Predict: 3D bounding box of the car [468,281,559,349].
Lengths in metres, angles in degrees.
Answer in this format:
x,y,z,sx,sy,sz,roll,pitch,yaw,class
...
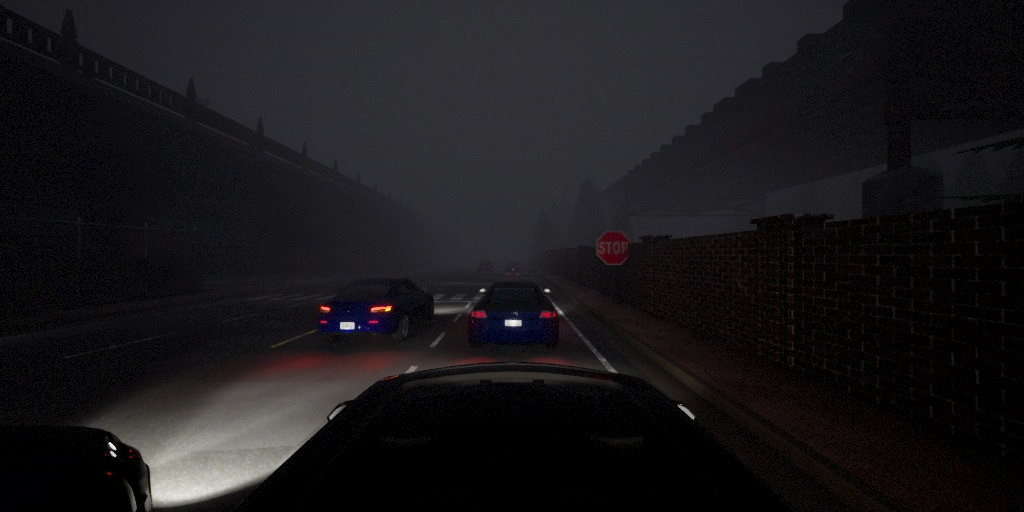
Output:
x,y,z,sx,sy,sz,roll,pitch,yaw,class
0.069,1.314,9.197,1.994,1.385,4.181,0,0,1,car

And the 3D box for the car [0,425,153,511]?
x,y,z,sx,sy,sz,roll,pitch,yaw,class
-3.398,1.314,0.623,1.994,1.385,4.181,0,0,0,car

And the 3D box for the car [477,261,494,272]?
x,y,z,sx,sy,sz,roll,pitch,yaw,class
-3.401,1.297,45.854,2.033,1.411,5.357,0,0,-1,car

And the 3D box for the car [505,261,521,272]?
x,y,z,sx,sy,sz,roll,pitch,yaw,class
0.094,1.351,46.016,1.895,1.301,4.718,0,0,-1,car

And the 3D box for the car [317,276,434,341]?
x,y,z,sx,sy,sz,roll,pitch,yaw,class
-3.413,1.276,9.719,1.812,1.442,4.674,0,0,0,car
